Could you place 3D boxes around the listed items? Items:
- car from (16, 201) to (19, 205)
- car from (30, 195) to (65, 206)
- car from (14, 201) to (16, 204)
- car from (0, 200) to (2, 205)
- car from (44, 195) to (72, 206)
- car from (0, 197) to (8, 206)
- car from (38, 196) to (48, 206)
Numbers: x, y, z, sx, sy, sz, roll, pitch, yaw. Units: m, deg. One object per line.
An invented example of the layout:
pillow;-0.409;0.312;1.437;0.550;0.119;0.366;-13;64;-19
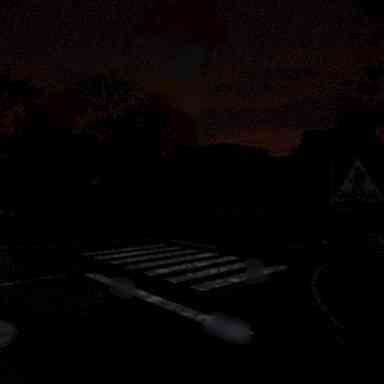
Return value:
car;-34.321;1.942;71.009;4.553;1.767;2.185;0;-2;-44
car;-27.906;1.593;64.382;5.566;2.045;2.435;0;-2;-44
car;-36.190;2.154;73.253;5.366;1.575;1.946;0;-2;-44
car;-20.435;1.645;33.675;1.895;1.301;4.718;1;0;-27
car;-25.850;1.793;62.305;5.008;1.535;2.097;0;-1;-44
car;-37.078;1.801;63.581;2.097;1.767;4.553;0;-2;-44
car;-27.210;1.815;57.942;1.994;1.385;4.181;0;-1;-41
